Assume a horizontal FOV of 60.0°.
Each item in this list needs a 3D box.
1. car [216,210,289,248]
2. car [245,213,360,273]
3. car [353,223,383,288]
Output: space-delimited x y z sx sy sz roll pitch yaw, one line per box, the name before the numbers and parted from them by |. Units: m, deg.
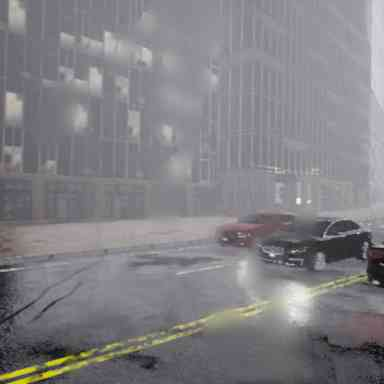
car | 3.227 1.559 14.396 5.008 1.535 1.882 0 0 -39
car | 4.209 1.575 11.046 4.892 1.490 1.837 0 0 -38
car | 6.227 1.543 8.241 5.008 1.535 1.882 0 0 -38
